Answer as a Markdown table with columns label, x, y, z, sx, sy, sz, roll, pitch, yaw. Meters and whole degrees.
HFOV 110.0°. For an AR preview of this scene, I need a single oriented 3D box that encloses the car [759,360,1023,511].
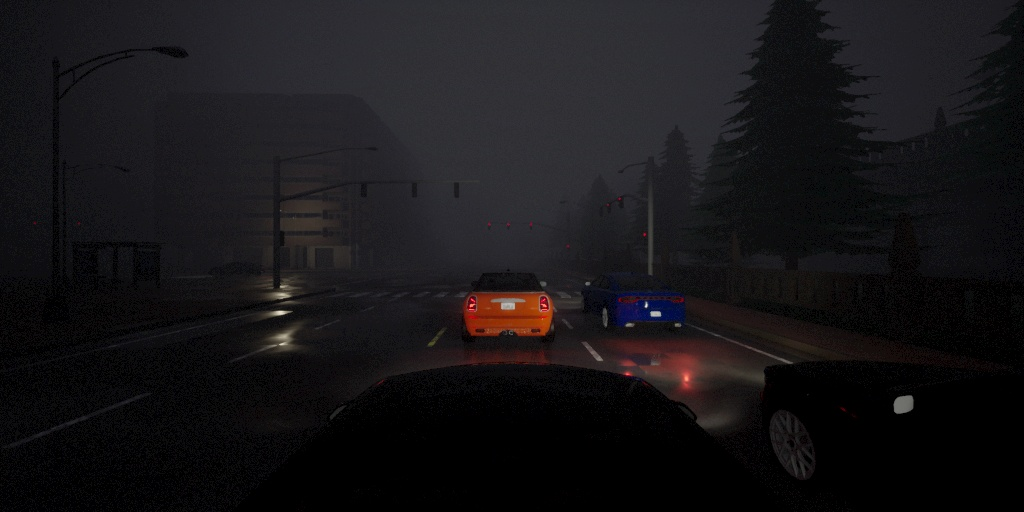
| label | x | y | z | sx | sy | sz | roll | pitch | yaw |
| --- | --- | --- | --- | --- | --- | --- | --- | --- | --- |
| car | 3.288 | 1.228 | 1.495 | 1.882 | 1.535 | 5.008 | 0 | 0 | 3 |

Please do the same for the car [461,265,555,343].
| label | x | y | z | sx | sy | sz | roll | pitch | yaw |
| --- | --- | --- | --- | --- | --- | --- | --- | --- | --- |
| car | -0.085 | 1.103 | 9.876 | 2.097 | 1.767 | 4.553 | 0 | 0 | 0 |

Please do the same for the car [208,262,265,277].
| label | x | y | z | sx | sy | sz | roll | pitch | yaw |
| --- | --- | --- | --- | --- | --- | --- | --- | --- | --- |
| car | -27.377 | 1.315 | 35.712 | 4.892 | 1.490 | 1.837 | 0 | 0 | -1 |

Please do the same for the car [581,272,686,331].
| label | x | y | z | sx | sy | sz | roll | pitch | yaw |
| --- | --- | --- | --- | --- | --- | --- | --- | --- | --- |
| car | 3.415 | 1.229 | 11.022 | 1.882 | 1.535 | 5.008 | 0 | 0 | 0 |
